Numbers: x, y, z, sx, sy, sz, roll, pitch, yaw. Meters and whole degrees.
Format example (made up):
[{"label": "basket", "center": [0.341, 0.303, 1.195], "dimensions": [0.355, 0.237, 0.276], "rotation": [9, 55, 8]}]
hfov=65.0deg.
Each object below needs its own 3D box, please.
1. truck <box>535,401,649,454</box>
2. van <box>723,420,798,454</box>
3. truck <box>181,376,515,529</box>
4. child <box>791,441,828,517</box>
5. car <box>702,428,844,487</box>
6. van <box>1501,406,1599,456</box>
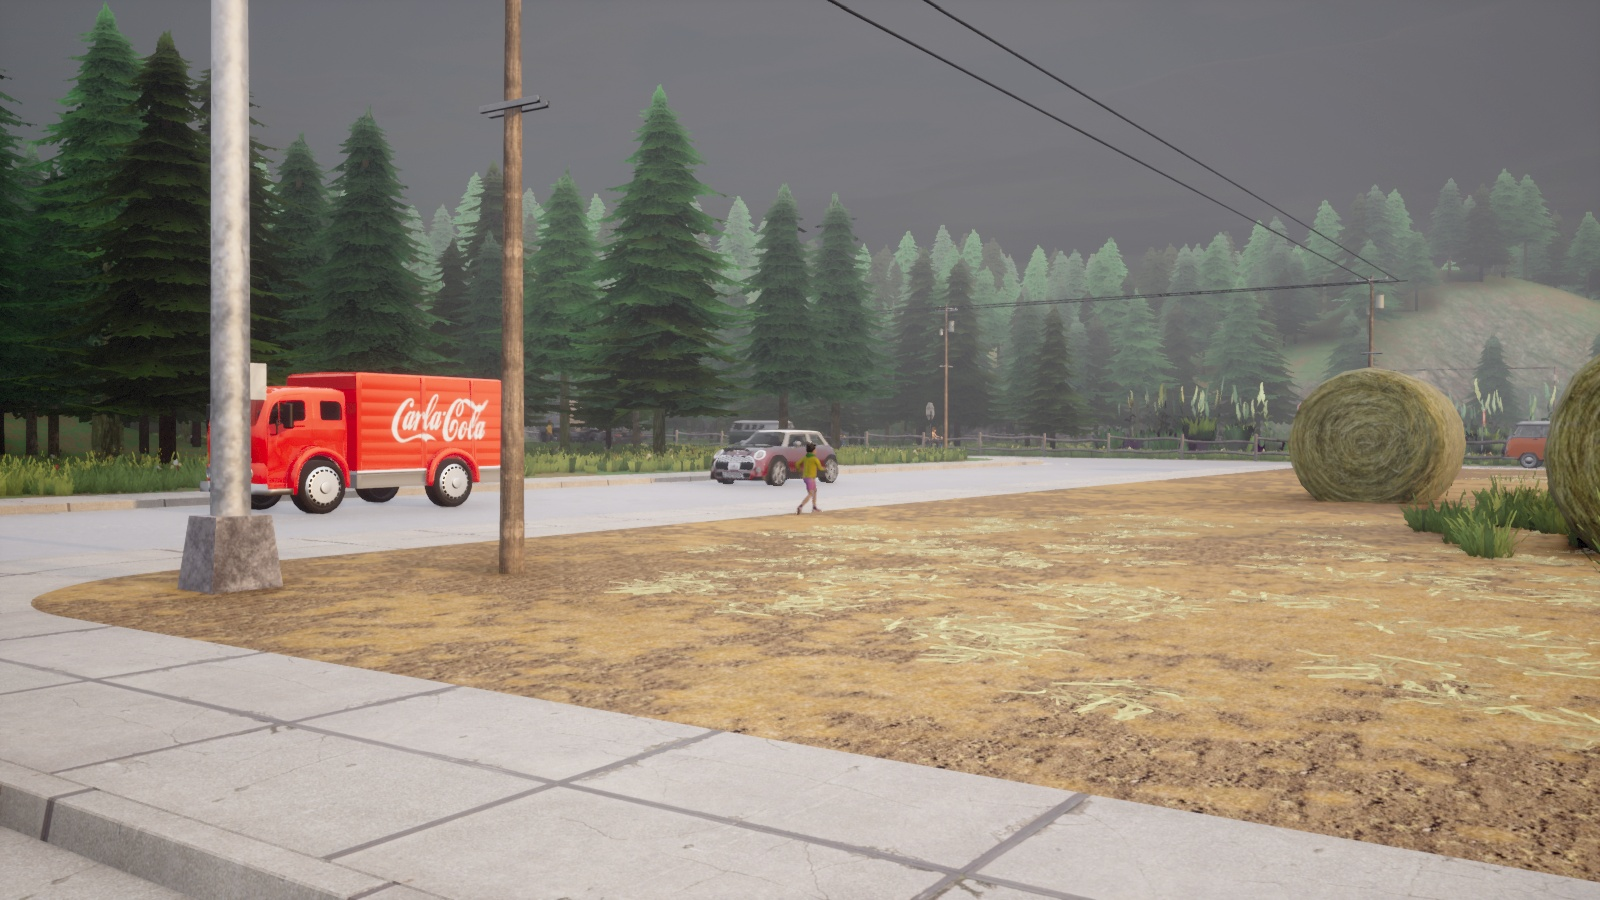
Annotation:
[{"label": "truck", "center": [-14.262, -1.525, 85.695], "dimensions": [7.936, 3.462, 2.891], "rotation": [0, 1, 36]}, {"label": "van", "center": [-2.445, -0.794, 77.213], "dimensions": [4.442, 1.987, 1.775], "rotation": [0, 1, 36]}, {"label": "truck", "center": [-8.144, -0.021, 23.156], "dimensions": [2.627, 2.467, 5.204], "rotation": [0, 1, 35]}, {"label": "child", "center": [0.146, 0.442, 19.575], "dimensions": [0.473, 1.160, 0.299], "rotation": [-1, 1, -36]}, {"label": "car", "center": [-0.675, 0.159, 33.969], "dimensions": [1.970, 1.475, 3.806], "rotation": [0, 1, 35]}, {"label": "van", "center": [31.440, -0.775, 51.511], "dimensions": [4.442, 1.987, 1.775], "rotation": [0, 1, 37]}]
